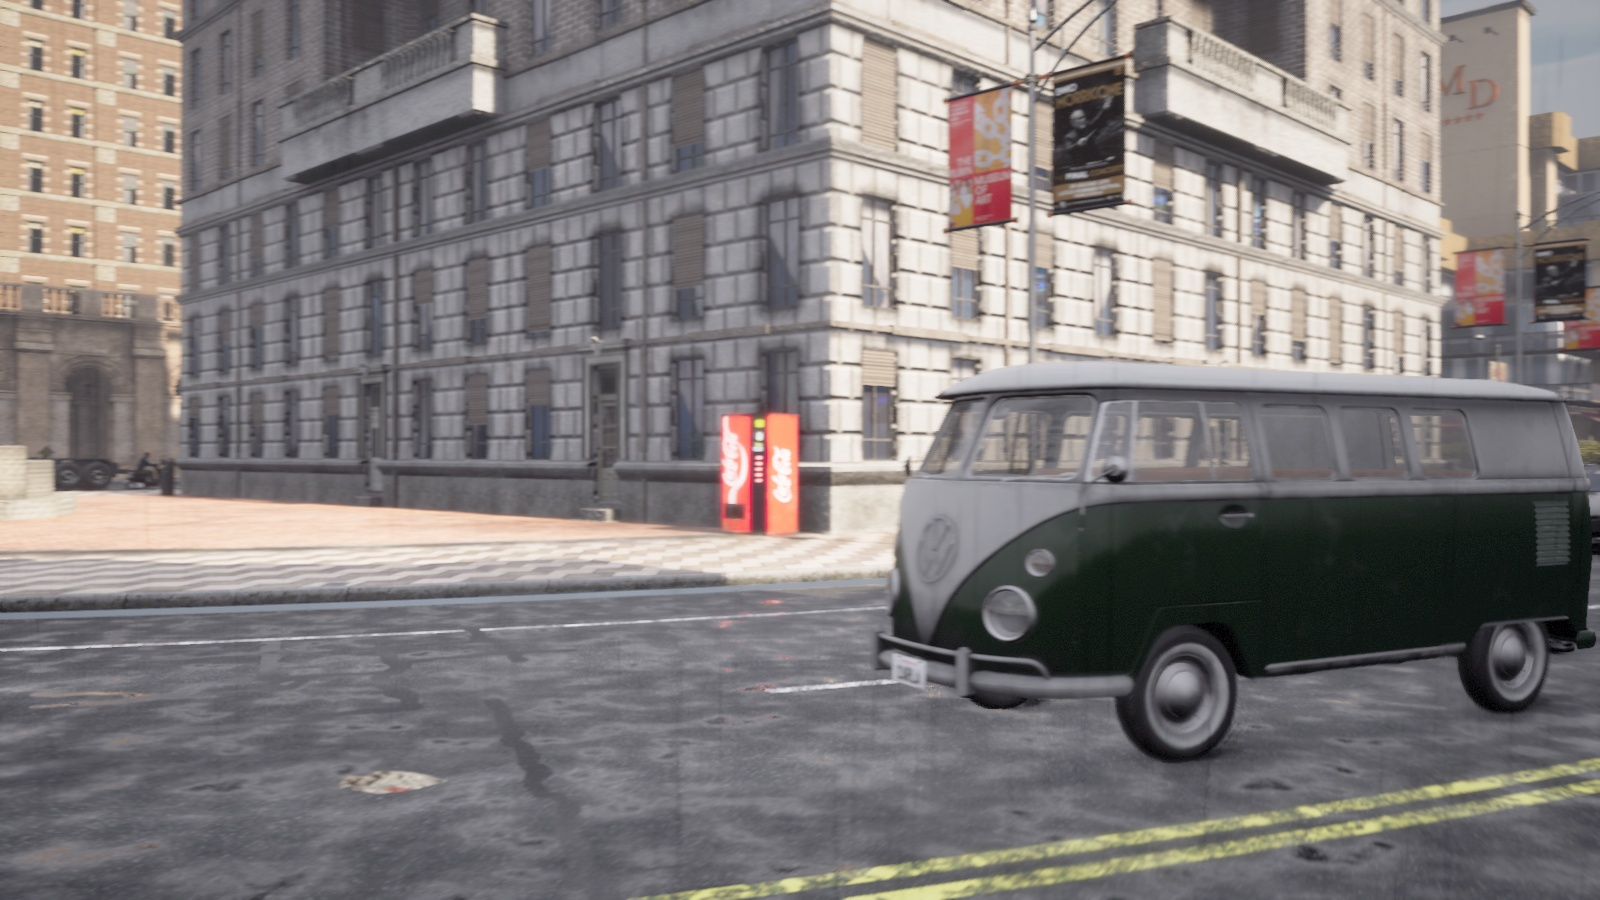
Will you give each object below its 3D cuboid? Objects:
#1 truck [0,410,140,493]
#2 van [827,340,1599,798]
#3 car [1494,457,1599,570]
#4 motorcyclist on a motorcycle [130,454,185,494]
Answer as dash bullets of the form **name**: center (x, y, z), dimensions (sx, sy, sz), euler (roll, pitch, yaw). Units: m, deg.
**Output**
- **truck**: center (-33.275, 0.078, 54.287), dimensions (7.936, 3.462, 2.891), euler (0, 0, -44)
- **van**: center (2.536, 0.516, 7.254), dimensions (4.442, 1.987, 1.775), euler (0, 0, -27)
- **car**: center (11.927, 0.817, 17.906), dimensions (5.357, 1.411, 2.033), euler (0, 0, -44)
- **motorcyclist on a motorcycle**: center (-26.277, 0.978, 51.388), dimensions (1.817, 1.590, 0.866), euler (0, 0, -45)
